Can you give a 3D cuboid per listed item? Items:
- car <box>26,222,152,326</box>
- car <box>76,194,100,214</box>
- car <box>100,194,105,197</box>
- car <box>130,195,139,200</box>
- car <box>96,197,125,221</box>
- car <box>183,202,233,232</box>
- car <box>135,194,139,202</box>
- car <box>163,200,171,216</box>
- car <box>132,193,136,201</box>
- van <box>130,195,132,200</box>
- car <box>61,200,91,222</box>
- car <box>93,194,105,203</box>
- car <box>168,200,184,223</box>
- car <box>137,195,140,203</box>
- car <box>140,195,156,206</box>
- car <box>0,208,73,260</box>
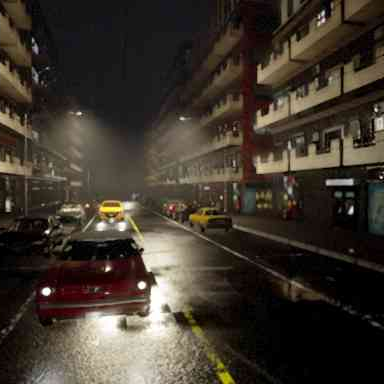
[{"bbox_3d":[-2.006,1.595,7.308,1.895,1.301,4.718,0,0,-13],"label":"car"},{"bbox_3d":[-10.999,1.288,34.180,2.192,1.841,5.009,-1,0,-13],"label":"car"},{"bbox_3d":[-17.403,1.505,61.448,2.008,1.369,4.403,-1,0,-13],"label":"car"},{"bbox_3d":[-15.646,1.485,90.605,2.008,1.369,4.403,-1,0,-13],"label":"car"},{"bbox_3d":[-6.566,1.455,27.134,1.882,1.535,5.008,0,0,-13],"label":"car"},{"bbox_3d":[0.975,1.508,19.875,1.752,1.417,4.829,-1,0,-13],"label":"car"},{"bbox_3d":[-9.278,1.476,63.504,1.752,1.417,4.829,-1,0,-13],"label":"car"},{"bbox_3d":[-1.551,1.414,30.616,1.967,1.590,4.097,-1,0,-13],"label":"car"},{"bbox_3d":[-11.803,1.384,74.245,1.967,1.590,4.097,-1,0,-13],"label":"car"},{"bbox_3d":[-14.368,1.278,85.151,1.690,1.788,3.998,-1,0,-13],"label":"van"},{"bbox_3d":[-8.432,1.532,23.274,2.008,1.369,4.403,-1,0,-13],"label":"car"},{"bbox_3d":[-18.688,1.265,66.902,2.192,1.841,5.009,-1,0,-13],"label":"car"},{"bbox_3d":[-0.268,1.544,25.163,1.947,1.339,4.313,-1,0,-13],"label":"car"},{"bbox_3d":[-7.957,1.505,57.885,2.008,1.369,4.403,-1,0,-13],"label":"car"},{"bbox_3d":[-6.675,1.524,52.431,1.947,1.339,4.313,-1,0,-13],"label":"car"},{"bbox_3d":[-5.869,1.541,12.368,2.008,1.369,4.403,-1,0,-13],"label":"car"}]
